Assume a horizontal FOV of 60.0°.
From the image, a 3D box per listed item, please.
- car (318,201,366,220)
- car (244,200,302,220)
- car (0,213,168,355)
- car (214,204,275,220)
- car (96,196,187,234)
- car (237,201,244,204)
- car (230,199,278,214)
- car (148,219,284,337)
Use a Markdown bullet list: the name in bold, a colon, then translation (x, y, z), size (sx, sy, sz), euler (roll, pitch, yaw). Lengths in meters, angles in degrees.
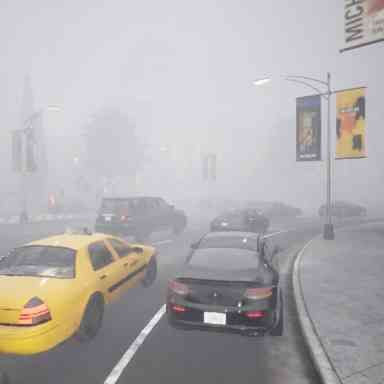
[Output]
- **car**: translation (12.697, 1.494, 27.950), size (4.902, 1.511, 2.128), euler (0, 0, -34)
- **car**: translation (7.190, 1.549, 28.316), size (5.357, 1.411, 2.033), euler (0, 0, -39)
- **car**: translation (-2.113, 1.455, 6.532), size (1.801, 1.575, 5.366), euler (0, 0, 11)
- **car**: translation (2.678, 1.562, 17.938), size (1.994, 1.385, 4.181), euler (0, 0, 33)
- **car**: translation (-2.317, 1.221, 16.446), size (2.150, 2.045, 5.566), euler (0, 0, 27)
- **car**: translation (5.129, 1.564, 31.205), size (4.181, 1.385, 1.994), euler (0, 0, -39)
- **car**: translation (6.922, 1.548, 36.894), size (5.357, 1.411, 2.033), euler (0, 0, -33)
- **car**: translation (0.836, 1.525, 6.696), size (1.812, 1.442, 4.674), euler (0, 0, 13)
